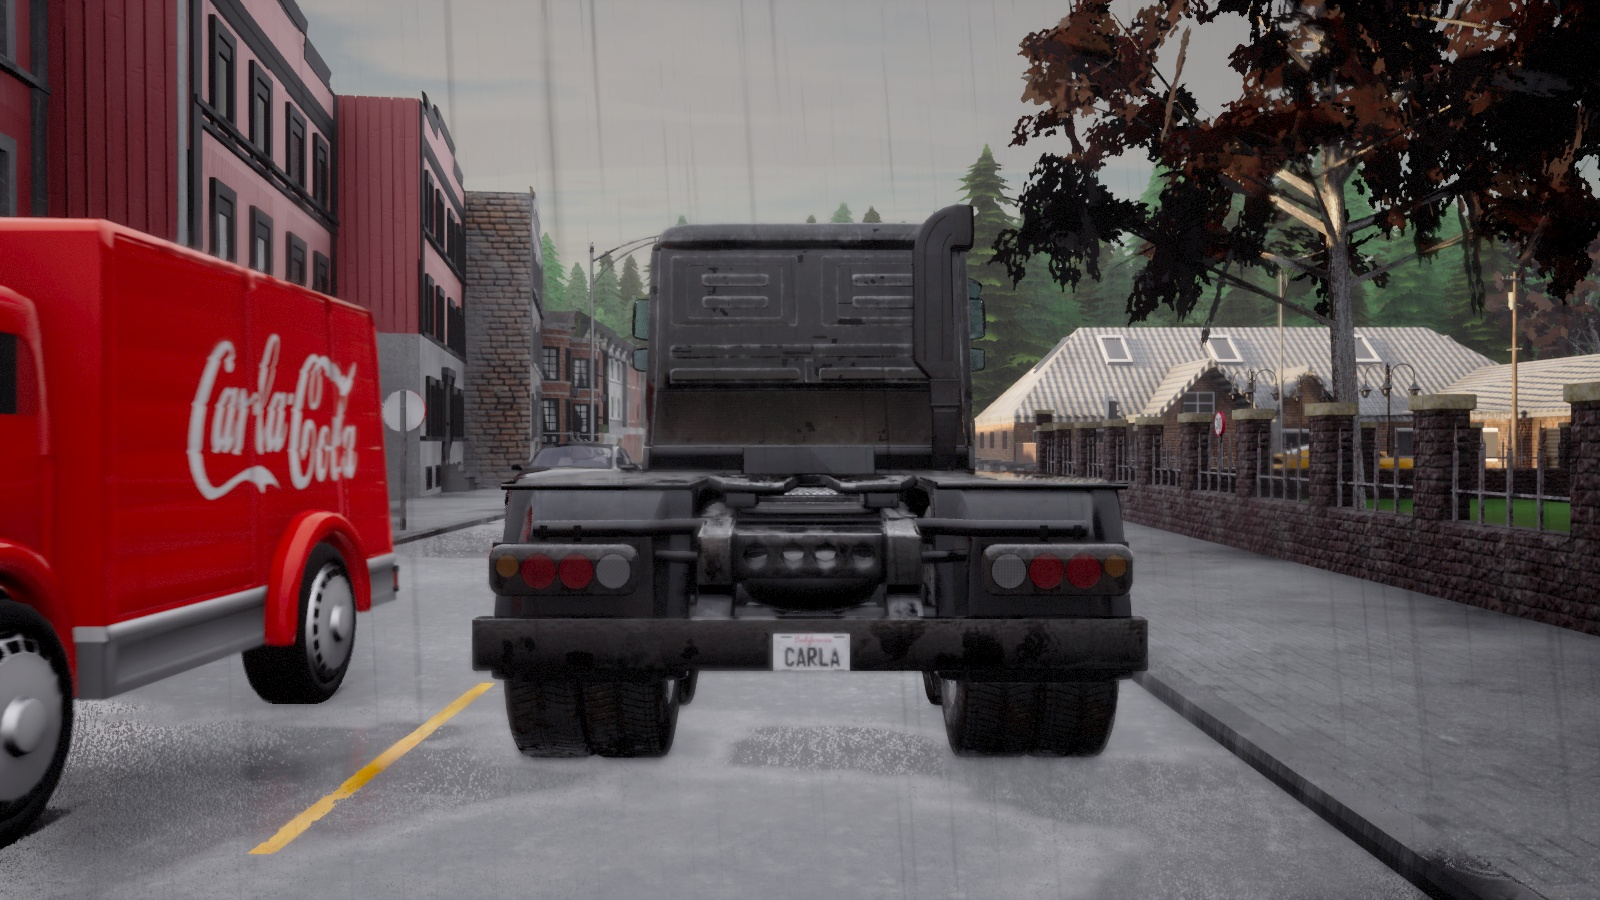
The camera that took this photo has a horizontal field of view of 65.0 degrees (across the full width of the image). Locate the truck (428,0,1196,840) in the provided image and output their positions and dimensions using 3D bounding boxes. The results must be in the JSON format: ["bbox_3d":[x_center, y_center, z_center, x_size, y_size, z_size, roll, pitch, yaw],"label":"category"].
[{"bbox_3d":[0.065,-0.284,8.702,2.891,3.462,7.936,0,0,0],"label":"truck"}]

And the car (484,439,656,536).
[{"bbox_3d":[-3.877,0.575,22.086,2.128,1.511,4.902,0,0,0],"label":"car"}]

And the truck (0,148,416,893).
[{"bbox_3d":[-3.953,0.223,5.980,2.627,2.467,5.204,0,0,0],"label":"truck"}]

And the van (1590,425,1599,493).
[{"bbox_3d":[26.112,0.282,36.942,4.480,2.038,2.069,0,0,-1],"label":"van"}]

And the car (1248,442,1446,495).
[{"bbox_3d":[16.047,0.528,36.972,5.008,1.535,1.882,0,0,-1],"label":"car"}]
